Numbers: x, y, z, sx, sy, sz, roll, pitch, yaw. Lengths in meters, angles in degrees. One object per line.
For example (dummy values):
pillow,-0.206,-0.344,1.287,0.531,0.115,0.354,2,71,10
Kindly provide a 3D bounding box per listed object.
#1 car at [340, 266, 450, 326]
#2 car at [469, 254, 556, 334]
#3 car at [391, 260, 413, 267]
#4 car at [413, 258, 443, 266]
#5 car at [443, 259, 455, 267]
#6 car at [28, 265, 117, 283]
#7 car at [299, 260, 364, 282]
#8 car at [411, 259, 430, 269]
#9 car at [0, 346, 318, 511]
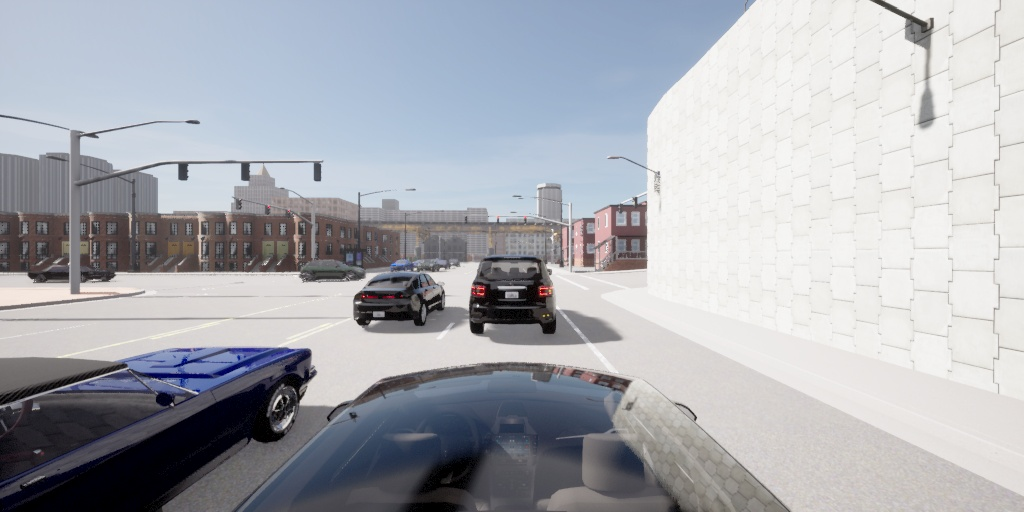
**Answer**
car,-3.423,1.255,11.651,1.837,1.490,4.892,0,0,0
car,0.061,0.971,10.761,2.150,2.045,5.566,0,0,1
car,-14.111,1.228,46.325,1.882,1.535,5.008,0,0,0
car,-10.597,1.102,45.533,2.097,1.767,4.553,0,0,0
car,-10.608,1.297,55.001,2.033,1.411,5.357,0,0,0
car,-33.080,1.351,27.085,4.718,1.301,1.895,0,0,0
car,-14.040,1.102,28.242,4.553,1.767,2.097,0,0,-12
car,-14.107,1.274,55.665,1.812,1.442,4.674,0,0,0
car,-3.397,1.351,2.397,1.895,1.301,4.718,0,0,0
